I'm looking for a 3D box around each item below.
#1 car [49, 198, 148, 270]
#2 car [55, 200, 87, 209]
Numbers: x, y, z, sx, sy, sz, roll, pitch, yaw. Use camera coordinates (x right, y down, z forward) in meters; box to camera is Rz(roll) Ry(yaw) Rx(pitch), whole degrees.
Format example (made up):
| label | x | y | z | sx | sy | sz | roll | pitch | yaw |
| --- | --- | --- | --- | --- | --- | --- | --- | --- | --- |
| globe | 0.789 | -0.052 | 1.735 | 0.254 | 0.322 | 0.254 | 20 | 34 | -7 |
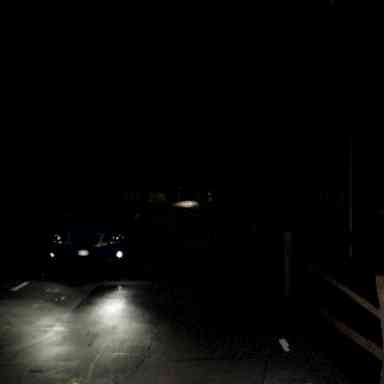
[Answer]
| label | x | y | z | sx | sy | sz | roll | pitch | yaw |
| --- | --- | --- | --- | --- | --- | --- | --- | --- | --- |
| car | -2.851 | 1.252 | 11.496 | 2.150 | 2.045 | 5.566 | 0 | 0 | 0 |
| car | -20.224 | 2.103 | 55.603 | 4.718 | 1.301 | 1.895 | 0 | 1 | 0 |
